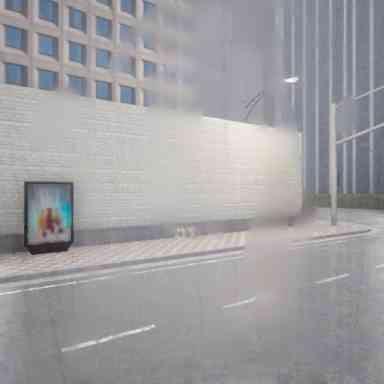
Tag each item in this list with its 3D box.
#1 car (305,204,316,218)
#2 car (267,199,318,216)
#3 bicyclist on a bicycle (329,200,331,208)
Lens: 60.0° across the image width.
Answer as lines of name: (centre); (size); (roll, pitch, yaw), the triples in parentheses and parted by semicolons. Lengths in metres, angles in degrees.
car: (9.021, 1.530, 30.740); (1.882, 1.535, 5.008); (0, 0, -36)
car: (10.401, 1.543, 34.826); (2.128, 1.511, 4.902); (0, 0, -36)
bicyclist on a bicycle: (18.624, 1.351, 43.921); (1.656, 1.620, 0.582); (0, 0, -36)
